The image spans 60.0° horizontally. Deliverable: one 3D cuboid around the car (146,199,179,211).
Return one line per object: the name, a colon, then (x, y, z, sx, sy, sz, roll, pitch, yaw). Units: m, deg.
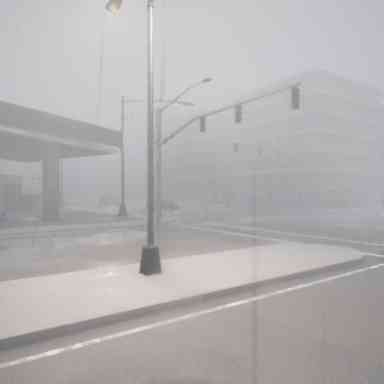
car: (-3.707, 1.533, 40.478, 2.033, 1.411, 5.357, 0, 0, -36)

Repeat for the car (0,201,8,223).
car: (-13.742, 1.294, 20.119, 4.611, 1.667, 2.242, 0, 0, -35)

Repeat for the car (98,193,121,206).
car: (-13.336, 1.206, 53.530, 2.150, 2.045, 5.566, 0, 0, -36)
